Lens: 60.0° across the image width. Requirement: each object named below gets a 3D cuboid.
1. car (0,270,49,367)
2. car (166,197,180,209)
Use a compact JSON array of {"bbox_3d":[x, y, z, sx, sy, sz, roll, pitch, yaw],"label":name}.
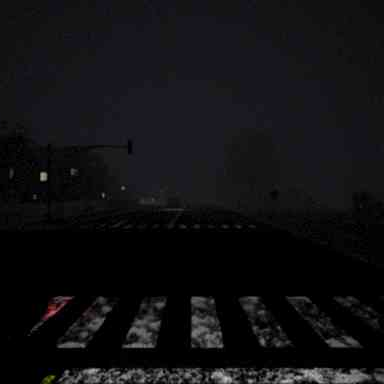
[{"bbox_3d":[-3.249,1.582,3.132,2.033,1.411,5.357,0,-1,0],"label":"car"},{"bbox_3d":[-3.255,1.884,58.116,2.150,2.045,5.566,0,0,0],"label":"car"}]
